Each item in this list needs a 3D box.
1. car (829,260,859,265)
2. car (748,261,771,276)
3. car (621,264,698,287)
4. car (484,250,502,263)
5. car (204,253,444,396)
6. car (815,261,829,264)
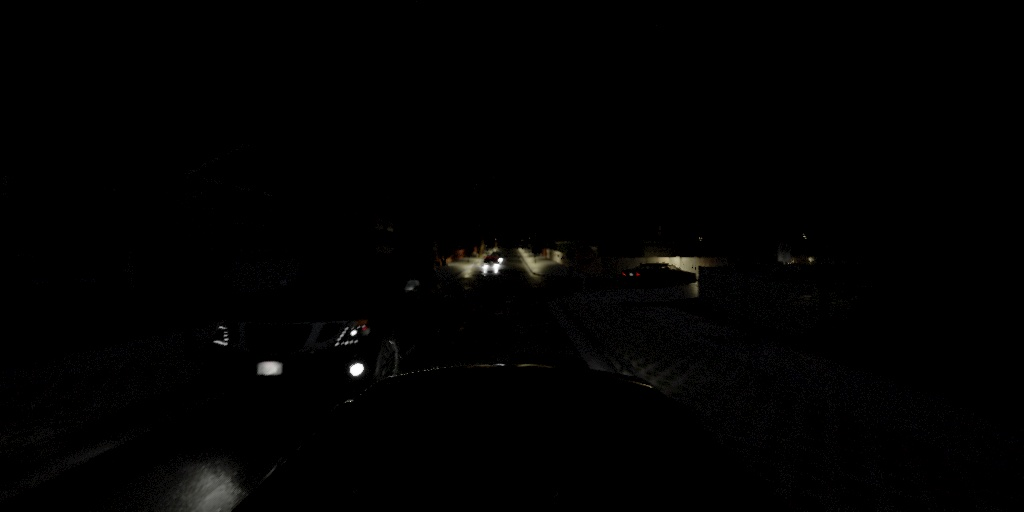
[{"bbox_3d":[40.044,1.232,42.976,4.892,1.490,1.837,0,0,-38],"label":"car"},{"bbox_3d":[24.604,1.230,35.552,4.181,1.385,1.994,0,0,-34],"label":"car"},{"bbox_3d":[9.532,1.191,23.076,5.357,1.411,2.033,0,0,-27],"label":"car"},{"bbox_3d":[-2.807,0.287,49.017,1.895,1.301,4.718,0,2,0],"label":"car"},{"bbox_3d":[-2.790,0.961,6.931,2.150,2.045,5.566,0,0,0],"label":"car"},{"bbox_3d":[40.427,1.311,46.758,4.718,1.301,1.895,0,0,-37],"label":"car"}]
